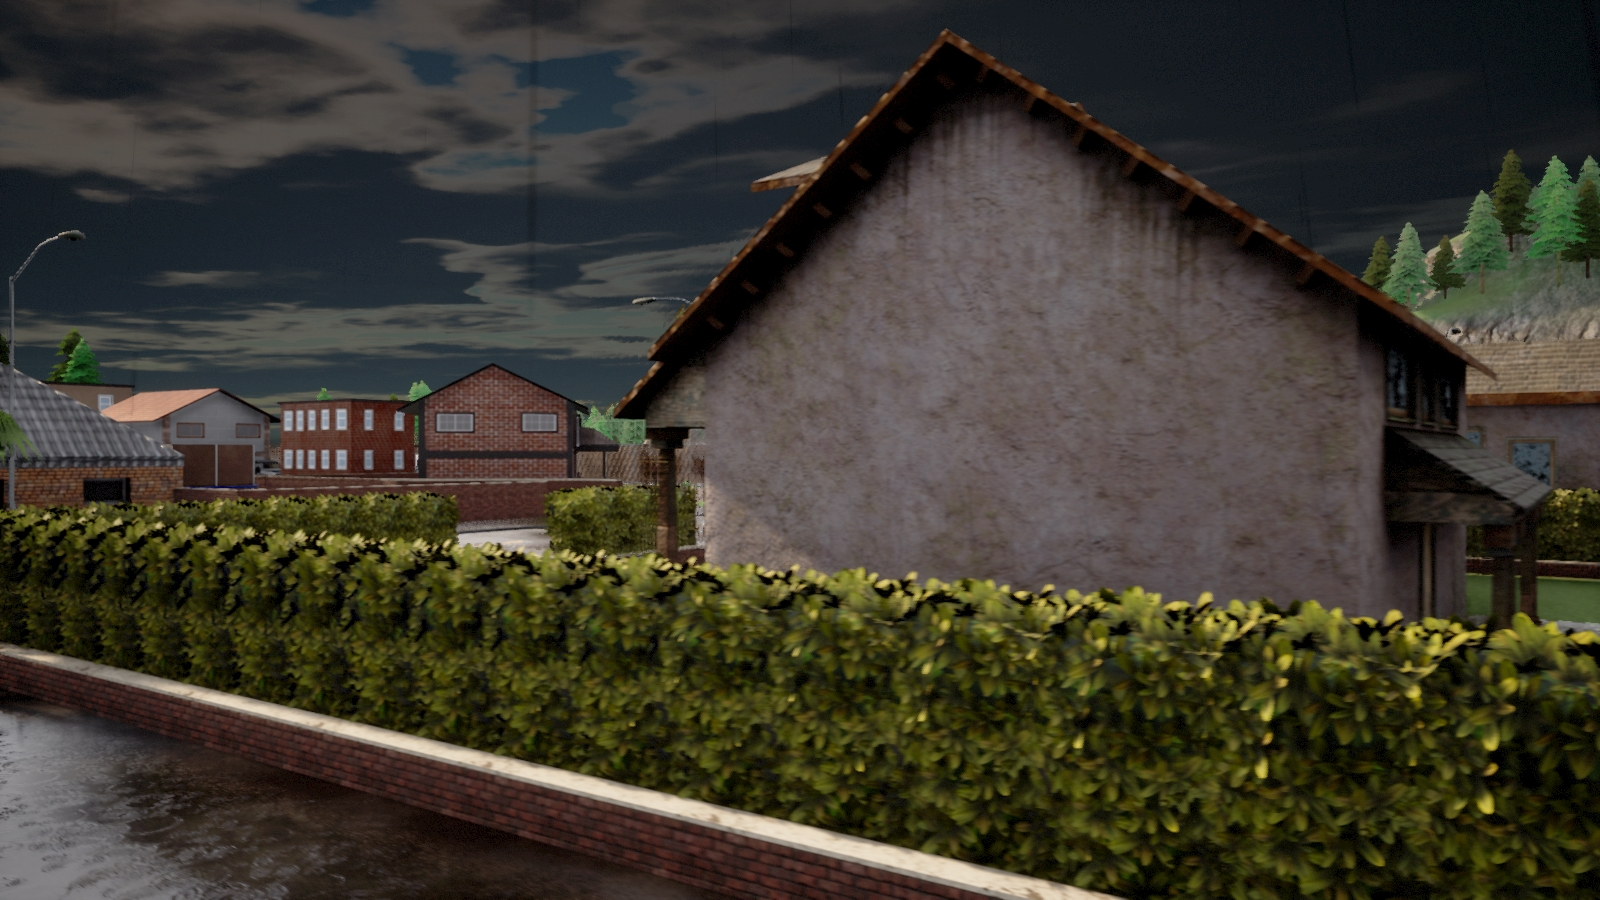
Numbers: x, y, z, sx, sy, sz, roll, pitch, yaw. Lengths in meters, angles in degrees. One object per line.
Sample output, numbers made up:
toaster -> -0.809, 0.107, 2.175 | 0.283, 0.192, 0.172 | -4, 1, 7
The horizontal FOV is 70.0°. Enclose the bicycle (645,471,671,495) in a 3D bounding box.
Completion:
bicycle -> -8.836, 2.058, 71.076 | 1.835, 1.471, 0.329 | 0, 0, 35
